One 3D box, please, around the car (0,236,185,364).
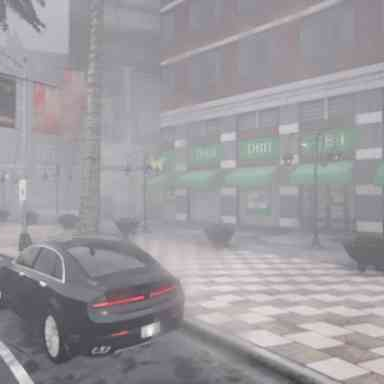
[{"bbox_3d":[-2.184,1.574,6.119,1.837,1.490,4.892,0,-1,-43],"label":"car"}]
